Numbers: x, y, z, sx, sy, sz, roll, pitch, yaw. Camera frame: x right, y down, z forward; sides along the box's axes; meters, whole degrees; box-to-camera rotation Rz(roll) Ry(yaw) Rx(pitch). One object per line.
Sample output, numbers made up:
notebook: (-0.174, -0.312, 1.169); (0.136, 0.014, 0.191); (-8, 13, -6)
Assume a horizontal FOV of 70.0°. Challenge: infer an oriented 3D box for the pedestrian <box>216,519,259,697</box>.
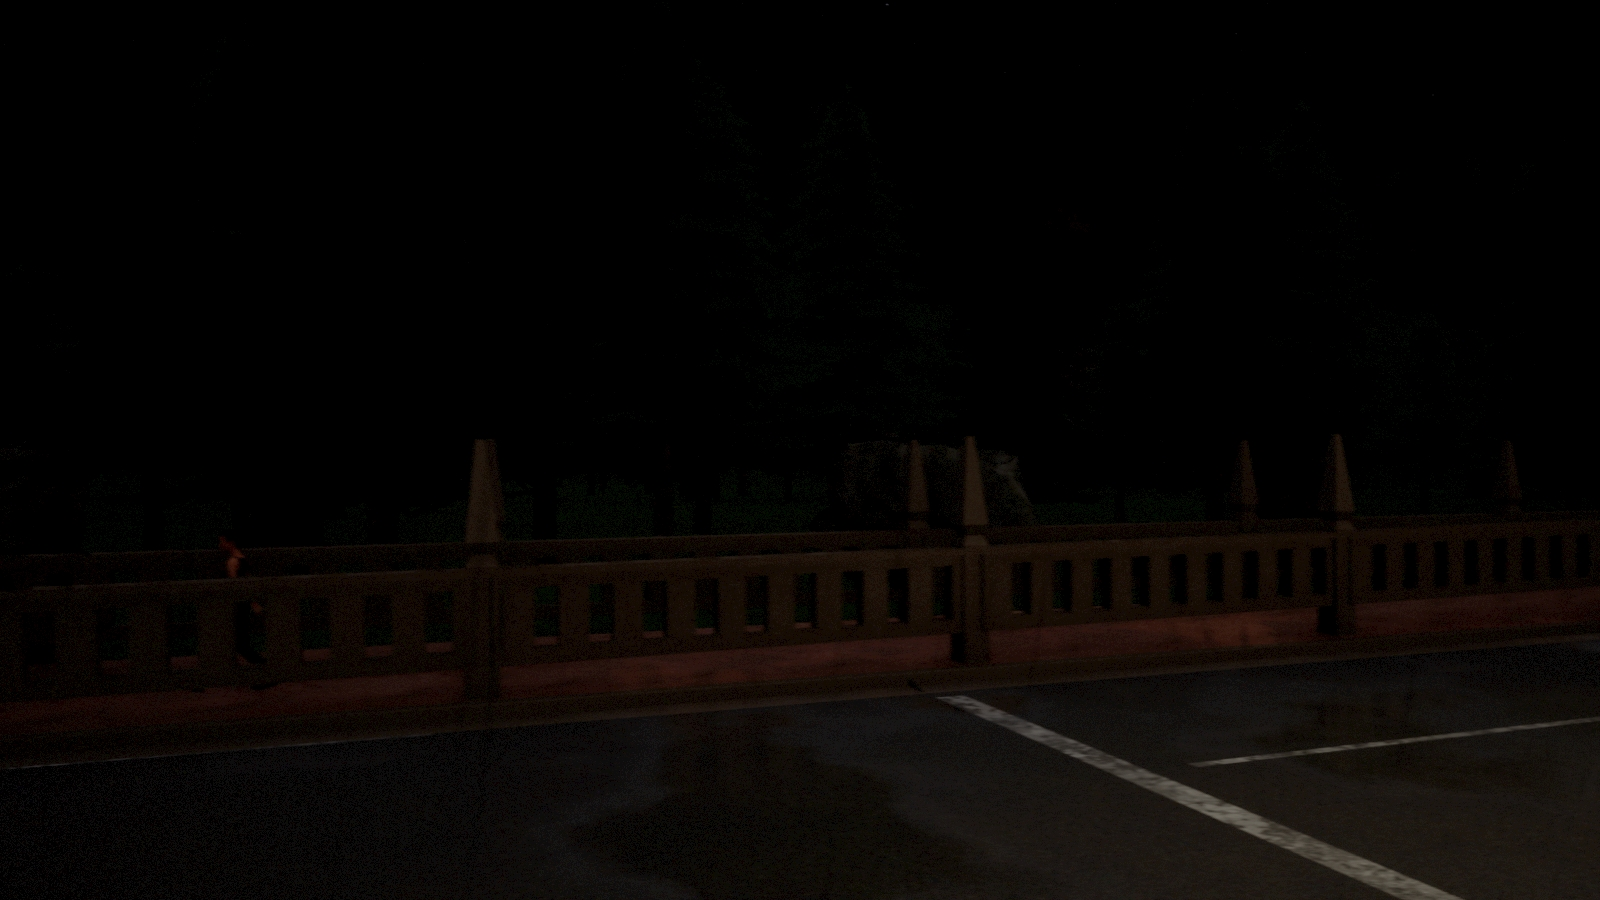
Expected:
pedestrian: (-6.095, 1.694, 12.396); (0.375, 1.860, 0.375); (0, 0, -20)
